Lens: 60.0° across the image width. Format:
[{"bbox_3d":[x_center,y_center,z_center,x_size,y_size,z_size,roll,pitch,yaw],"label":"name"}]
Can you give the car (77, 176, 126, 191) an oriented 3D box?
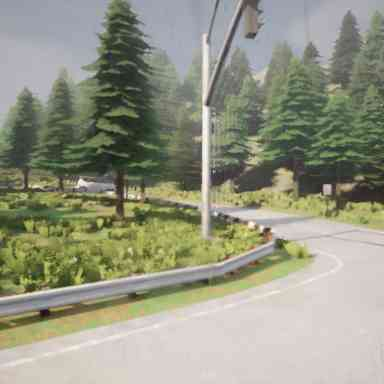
[{"bbox_3d":[-10.313,-0.624,37.769,5.566,2.045,2.150,5,1,10],"label":"car"}]
